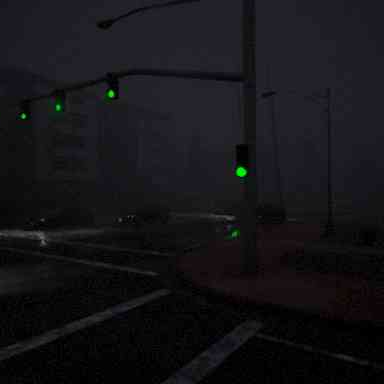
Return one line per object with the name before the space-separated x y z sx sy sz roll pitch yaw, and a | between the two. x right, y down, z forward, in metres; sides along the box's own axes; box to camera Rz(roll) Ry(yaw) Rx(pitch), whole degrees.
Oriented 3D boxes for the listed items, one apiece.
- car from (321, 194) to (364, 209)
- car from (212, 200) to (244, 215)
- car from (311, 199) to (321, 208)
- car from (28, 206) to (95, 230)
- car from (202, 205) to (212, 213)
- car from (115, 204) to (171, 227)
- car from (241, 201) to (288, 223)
car | 21.512 1.337 46.878 5.566 2.045 2.150 0 0 -20
car | 4.741 1.667 35.750 1.837 1.490 4.892 -1 0 45
car | 20.321 1.627 50.167 4.902 1.511 2.128 0 0 -20
car | -8.884 1.730 23.056 1.812 1.442 4.674 -1 0 33
car | 3.320 1.799 39.345 4.718 1.301 1.895 0 0 -43
car | -3.539 1.662 24.811 2.128 1.511 4.902 -1 0 34
car | 6.077 1.630 26.478 1.837 1.490 4.892 -1 -1 36
